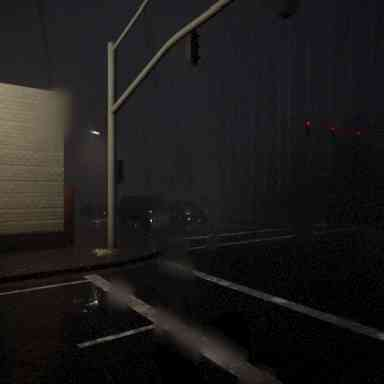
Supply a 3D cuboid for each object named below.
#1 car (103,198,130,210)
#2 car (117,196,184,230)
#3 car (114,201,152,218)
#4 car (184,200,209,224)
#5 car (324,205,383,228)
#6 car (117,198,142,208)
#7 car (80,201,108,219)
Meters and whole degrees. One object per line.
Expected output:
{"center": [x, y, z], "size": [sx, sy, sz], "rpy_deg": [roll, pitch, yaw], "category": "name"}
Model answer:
{"center": [-10.160, 1.581, 44.472], "size": [1.812, 1.442, 4.674], "rpy_deg": [0, 0, -36], "category": "car"}
{"center": [-3.126, 1.277, 22.321], "size": [2.150, 2.045, 5.566], "rpy_deg": [0, 0, -36], "category": "car"}
{"center": [-5.780, 1.619, 32.062], "size": [1.994, 1.385, 4.181], "rpy_deg": [0, 0, -35], "category": "car"}
{"center": [-0.759, 1.407, 25.034], "size": [2.097, 1.767, 4.553], "rpy_deg": [0, 0, -36], "category": "car"}
{"center": [11.313, 1.573, 22.197], "size": [4.674, 1.442, 1.812], "rpy_deg": [0, 1, 33], "category": "car"}
{"center": [-9.257, 1.619, 49.255], "size": [1.994, 1.385, 4.181], "rpy_deg": [0, 0, -36], "category": "car"}
{"center": [-8.593, 1.619, 29.985], "size": [1.994, 1.385, 4.181], "rpy_deg": [0, 0, -35], "category": "car"}
